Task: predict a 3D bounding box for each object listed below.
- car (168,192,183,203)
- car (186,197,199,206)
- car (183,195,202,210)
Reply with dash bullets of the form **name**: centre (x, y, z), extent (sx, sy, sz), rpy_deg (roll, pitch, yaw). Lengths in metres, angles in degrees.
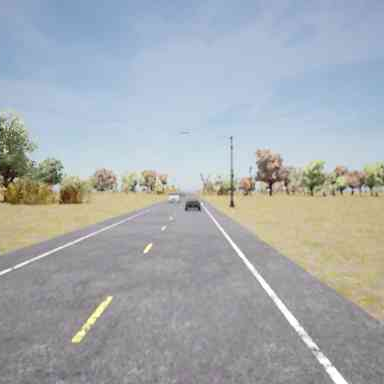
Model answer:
- **car**: centre (-3.484, 1.135, 65.707), extent (2.150, 2.045, 5.566), rpy_deg (0, 0, 0)
- **car**: centre (0.114, 1.479, 54.002), extent (2.033, 1.411, 5.357), rpy_deg (0, 0, 0)
- **car**: centre (0.114, 1.448, 40.926), extent (1.837, 1.490, 4.892), rpy_deg (0, -2, 0)
